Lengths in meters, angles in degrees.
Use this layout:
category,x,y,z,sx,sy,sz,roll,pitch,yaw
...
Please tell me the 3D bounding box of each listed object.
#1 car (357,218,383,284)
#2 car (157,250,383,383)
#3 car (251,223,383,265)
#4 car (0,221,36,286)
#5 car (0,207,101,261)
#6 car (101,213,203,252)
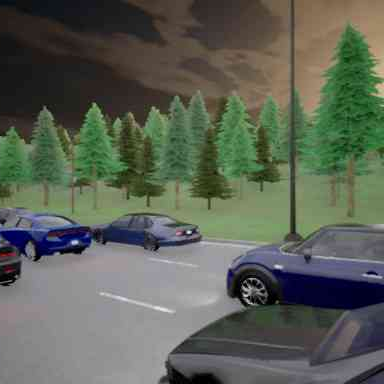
category,x,y,z,sx,sy,sz,roll,pitch,yaw
car,6.718,1.500,7.771,4.892,1.490,1.837,0,0,36
car,2.272,1.545,2.317,5.357,1.411,2.033,0,0,36
car,2.887,1.357,6.196,4.553,1.767,2.097,0,0,36
car,-6.175,1.551,8.357,4.892,1.490,1.837,0,0,36
car,-5.909,1.533,12.482,5.008,1.535,1.882,0,0,35
car,-2.159,1.593,14.109,5.357,1.411,2.033,0,0,35
